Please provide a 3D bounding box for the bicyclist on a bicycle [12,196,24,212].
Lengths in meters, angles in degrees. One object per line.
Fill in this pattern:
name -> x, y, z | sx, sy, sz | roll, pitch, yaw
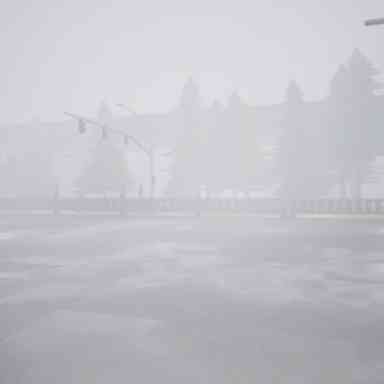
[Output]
bicyclist on a bicycle -> -17.417, 1.226, 33.392 | 0.582, 1.620, 1.656 | 0, 1, 16
